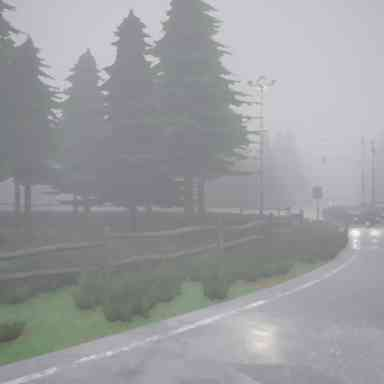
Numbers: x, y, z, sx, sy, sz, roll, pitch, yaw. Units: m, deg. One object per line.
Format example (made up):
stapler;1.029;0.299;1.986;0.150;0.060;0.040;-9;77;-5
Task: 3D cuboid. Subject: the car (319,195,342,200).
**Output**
car;28.001;1.443;67.334;1.994;1.385;4.181;0;0;4

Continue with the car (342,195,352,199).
car;31.637;1.363;69.409;1.837;1.490;4.892;0;0;4

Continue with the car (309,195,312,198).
car;30.329;1.360;82.022;1.882;1.535;5.008;0;0;-19

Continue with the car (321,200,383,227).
car;10.629;1.517;22.662;2.033;1.411;5.357;0;0;1
